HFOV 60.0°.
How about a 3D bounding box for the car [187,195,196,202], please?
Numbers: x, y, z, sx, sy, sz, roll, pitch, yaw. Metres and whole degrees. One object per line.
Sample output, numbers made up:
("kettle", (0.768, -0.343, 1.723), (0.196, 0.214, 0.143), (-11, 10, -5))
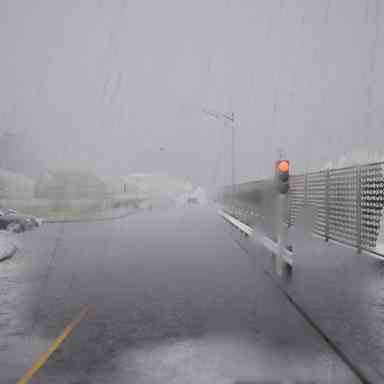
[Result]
("car", (-0.042, 1.540, 77.410), (2.033, 1.411, 5.357), (0, 0, 0))

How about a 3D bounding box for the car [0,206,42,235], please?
("car", (-10.837, 1.492, 18.185), (4.902, 1.511, 2.128), (0, 0, -4))

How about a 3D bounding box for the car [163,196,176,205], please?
("car", (-4.099, 1.477, 61.048), (1.882, 1.535, 5.008), (0, 0, 0))

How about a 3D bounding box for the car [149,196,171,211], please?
("car", (-4.119, 1.491, 40.657), (2.128, 1.511, 4.902), (0, 0, 0))

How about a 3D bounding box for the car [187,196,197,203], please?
("car", (0.069, 1.477, 67.067), (1.882, 1.535, 5.008), (0, 0, 0))

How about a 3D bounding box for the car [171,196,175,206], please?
("car", (-4.120, 1.564, 50.594), (1.994, 1.385, 4.181), (0, 0, 0))
